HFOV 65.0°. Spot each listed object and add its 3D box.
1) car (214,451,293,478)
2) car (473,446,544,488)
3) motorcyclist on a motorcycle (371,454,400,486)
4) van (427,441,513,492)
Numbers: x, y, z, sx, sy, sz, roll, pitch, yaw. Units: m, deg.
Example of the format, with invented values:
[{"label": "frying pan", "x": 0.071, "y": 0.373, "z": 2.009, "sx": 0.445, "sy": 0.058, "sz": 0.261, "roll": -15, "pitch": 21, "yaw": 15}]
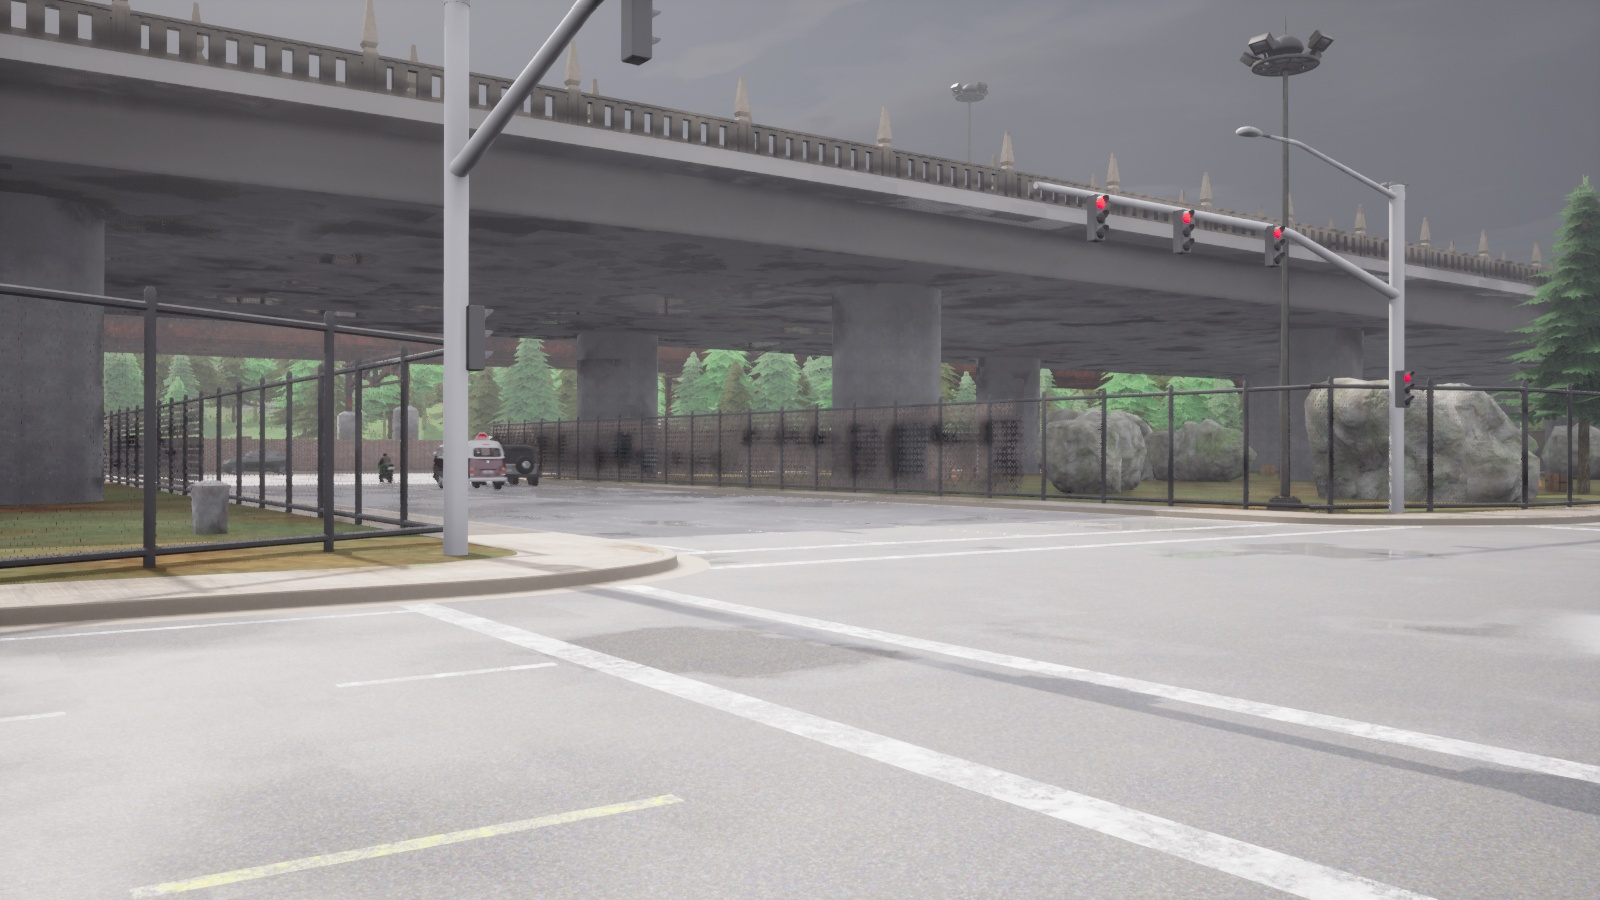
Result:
[{"label": "car", "x": -36.965, "y": 0.945, "z": 84.964, "sx": 4.553, "sy": 1.767, "sz": 2.097, "roll": 0, "pitch": 0, "yaw": -34}, {"label": "car", "x": -13.562, "y": 0.767, "z": 58.273, "sx": 1.905, "sy": 1.878, "sz": 3.866, "roll": 0, "pitch": 0, "yaw": -35}, {"label": "motorcyclist on a motorcycle", "x": -20.525, "y": 0.978, "z": 62.120, "sx": 0.797, "sy": 1.523, "sz": 2.044, "roll": 0, "pitch": 0, "yaw": -35}, {"label": "van", "x": -13.889, "y": 0.682, "z": 52.635, "sx": 2.069, "sy": 2.038, "sz": 4.480, "roll": 0, "pitch": 0, "yaw": -35}]
